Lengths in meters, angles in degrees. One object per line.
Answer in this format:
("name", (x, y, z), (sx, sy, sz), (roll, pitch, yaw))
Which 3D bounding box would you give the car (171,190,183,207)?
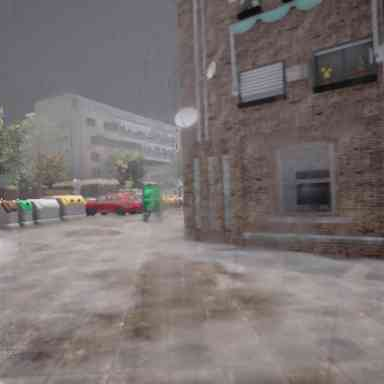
("car", (-4.062, 1.030, 38.764), (5.366, 1.575, 1.946), (-2, 2, 24))

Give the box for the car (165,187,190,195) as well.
("car", (-3.200, -0.169, 71.240), (4.792, 1.488, 2.163), (-2, 2, 24))

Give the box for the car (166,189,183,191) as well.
("car", (-2.552, 0.851, 41.307), (5.366, 1.575, 1.946), (-2, 2, 24))

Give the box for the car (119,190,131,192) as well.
("car", (-12.081, 1.056, 50.768), (4.892, 1.521, 2.231), (-2, 2, 24))

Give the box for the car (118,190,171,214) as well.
("car", (-5.099, 1.062, 36.004), (4.553, 1.767, 2.185), (-2, 2, 24))

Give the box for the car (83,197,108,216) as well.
("car", (-11.042, 1.610, 33.686), (1.812, 1.442, 4.674), (-2, 1, 23))

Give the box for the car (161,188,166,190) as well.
("car", (-7.711, 0.311, 60.890), (4.553, 1.767, 2.185), (-2, 2, 24))

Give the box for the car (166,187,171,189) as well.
("car", (-5.372, 0.143, 66.099), (4.792, 1.488, 2.163), (-2, 2, 24))

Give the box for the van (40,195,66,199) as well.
("van", (-16.431, 1.447, 40.482), (4.442, 1.987, 1.878), (-2, 2, 24))

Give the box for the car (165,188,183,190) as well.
("car", (-1.496, 0.690, 44.183), (4.892, 1.521, 2.231), (-2, 2, 24))

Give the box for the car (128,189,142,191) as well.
("car", (-10.958, 0.898, 53.320), (5.008, 1.535, 2.097), (-2, 2, 24))

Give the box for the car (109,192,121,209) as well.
("car", (-13.232, 1.220, 48.091), (4.892, 1.521, 2.231), (-2, 2, 24))

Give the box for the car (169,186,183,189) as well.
("car", (-0.360, 0.404, 46.744), (4.553, 1.767, 2.185), (-2, 2, 24))

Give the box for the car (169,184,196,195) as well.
("car", (-2.103, -0.606, 73.786), (5.566, 2.045, 2.435), (-2, 2, 24))

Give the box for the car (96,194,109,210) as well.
("car", (-14.301, 1.409, 45.651), (4.674, 1.452, 2.002), (-2, 2, 24))
